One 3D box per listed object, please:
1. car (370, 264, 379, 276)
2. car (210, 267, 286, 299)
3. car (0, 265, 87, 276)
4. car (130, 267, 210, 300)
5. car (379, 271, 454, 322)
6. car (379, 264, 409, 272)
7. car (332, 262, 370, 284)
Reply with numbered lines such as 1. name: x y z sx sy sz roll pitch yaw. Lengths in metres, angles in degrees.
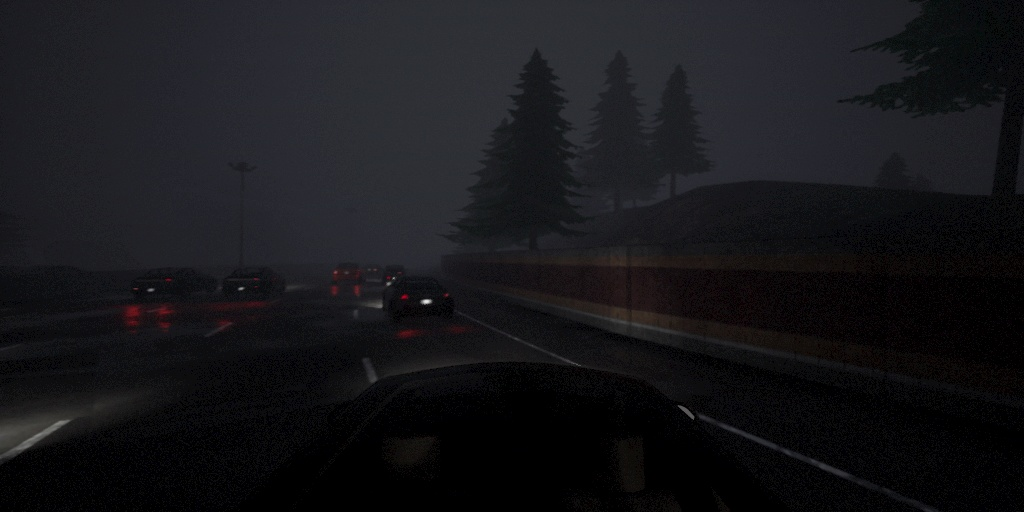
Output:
1. car: -16.264 1.599 42.166 2.033 1.411 5.357 0 -1 -11
2. car: -13.528 1.343 19.055 2.128 1.511 4.902 0 -1 -21
3. car: -29.703 1.322 22.766 1.837 1.490 4.892 0 0 -16
4. car: -16.962 1.323 18.285 2.128 1.511 4.902 0 0 -20
5. car: -3.483 1.401 12.927 1.994 1.385 4.181 0 -1 -25
6. car: -9.569 1.467 29.337 1.837 1.490 4.892 0 0 -17
7. car: -13.199 1.301 29.355 2.097 1.767 4.553 0 0 -17
